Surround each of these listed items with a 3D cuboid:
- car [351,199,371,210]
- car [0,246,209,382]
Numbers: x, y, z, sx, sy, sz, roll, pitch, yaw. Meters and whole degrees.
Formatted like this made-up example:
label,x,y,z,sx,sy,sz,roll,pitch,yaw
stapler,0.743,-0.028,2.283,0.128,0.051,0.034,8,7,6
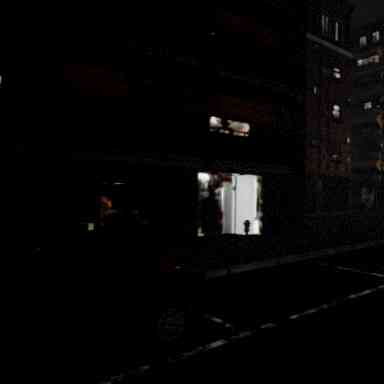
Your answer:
label,x,y,z,sx,sy,sz,roll,pitch,yaw
car,21.561,1.591,45.006,1.752,1.417,4.829,1,-1,-35
car,-1.824,1.542,4.778,4.507,1.381,1.887,0,1,-36
